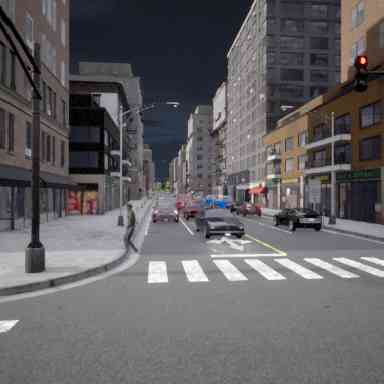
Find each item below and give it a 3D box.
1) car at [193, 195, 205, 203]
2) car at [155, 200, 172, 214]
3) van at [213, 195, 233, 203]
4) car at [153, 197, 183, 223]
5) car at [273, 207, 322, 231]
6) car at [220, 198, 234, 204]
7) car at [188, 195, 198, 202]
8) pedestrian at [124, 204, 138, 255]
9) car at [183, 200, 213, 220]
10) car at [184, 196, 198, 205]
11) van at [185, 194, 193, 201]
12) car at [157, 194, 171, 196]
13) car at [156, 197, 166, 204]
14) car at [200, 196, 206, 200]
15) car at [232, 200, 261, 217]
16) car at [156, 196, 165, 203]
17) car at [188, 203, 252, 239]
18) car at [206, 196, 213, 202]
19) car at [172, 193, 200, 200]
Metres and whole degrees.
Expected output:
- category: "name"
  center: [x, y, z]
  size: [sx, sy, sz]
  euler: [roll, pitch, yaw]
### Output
- category: "car"
  center: [1.441, 1.547, 70.157]
  size: [1.967, 1.590, 4.097]
  euler: [0, 0, -6]
- category: "car"
  center: [-3.152, 1.599, 36.444]
  size: [1.802, 1.307, 4.206]
  euler: [0, 0, -6]
- category: "van"
  center: [4.267, 1.401, 42.749]
  size: [1.690, 1.788, 3.998]
  euler: [0, 0, -6]
- category: "car"
  center: [-2.021, 1.447, 25.481]
  size: [1.967, 1.590, 4.097]
  euler: [0, 0, -6]
- category: "car"
  center: [6.526, 1.606, 20.821]
  size: [1.947, 1.339, 4.313]
  euler: [0, 0, -6]
- category: "car"
  center: [4.831, 1.619, 37.267]
  size: [1.947, 1.339, 4.313]
  euler: [0, 0, -6]
- category: "car"
  center: [0.311, 1.568, 81.122]
  size: [1.967, 1.590, 4.097]
  euler: [0, 0, -6]
- category: "pedestrian"
  center: [-2.171, 1.286, 11.925]
  size: [0.375, 1.860, 0.375]
  euler: [0, 0, -6]
- category: "car"
  center: [0.282, 1.621, 27.871]
  size: [1.895, 1.301, 4.718]
  euler: [0, 0, -6]
- category: "car"
  center: [-0.235, 1.572, 61.678]
  size: [2.128, 1.511, 4.902]
  euler: [0, 0, -6]
- category: "van"
  center: [-0.818, 1.488, 92.085]
  size: [1.690, 1.788, 3.998]
  euler: [0, 0, -6]
- category: "car"
  center: [-4.846, 1.481, 52.889]
  size: [1.967, 1.590, 4.097]
  euler: [0, 0, -6]
- category: "car"
  center: [-5.977, 1.612, 63.852]
  size: [2.008, 1.369, 4.403]
  euler: [0, 0, -6]
- category: "car"
  center: [0.803, 1.663, 51.630]
  size: [1.895, 1.301, 4.718]
  euler: [0, 0, -6]
- category: "car"
  center: [5.396, 1.629, 31.786]
  size: [1.802, 1.307, 4.206]
  euler: [0, 0, -6]
- category: "car"
  center: [-7.107, 1.626, 74.816]
  size: [1.887, 1.381, 4.507]
  euler: [0, 0, -6]
- category: "car"
  center: [1.295, 1.561, 17.881]
  size: [2.033, 1.411, 5.357]
  euler: [0, 0, -8]
- category: "car"
  center: [3.701, 1.618, 48.230]
  size: [2.008, 1.369, 4.403]
  euler: [0, 0, -6]
- category: "car"
  center: [-0.772, 1.252, 38.371]
  size: [2.150, 2.045, 5.566]
  euler: [0, 0, -5]
